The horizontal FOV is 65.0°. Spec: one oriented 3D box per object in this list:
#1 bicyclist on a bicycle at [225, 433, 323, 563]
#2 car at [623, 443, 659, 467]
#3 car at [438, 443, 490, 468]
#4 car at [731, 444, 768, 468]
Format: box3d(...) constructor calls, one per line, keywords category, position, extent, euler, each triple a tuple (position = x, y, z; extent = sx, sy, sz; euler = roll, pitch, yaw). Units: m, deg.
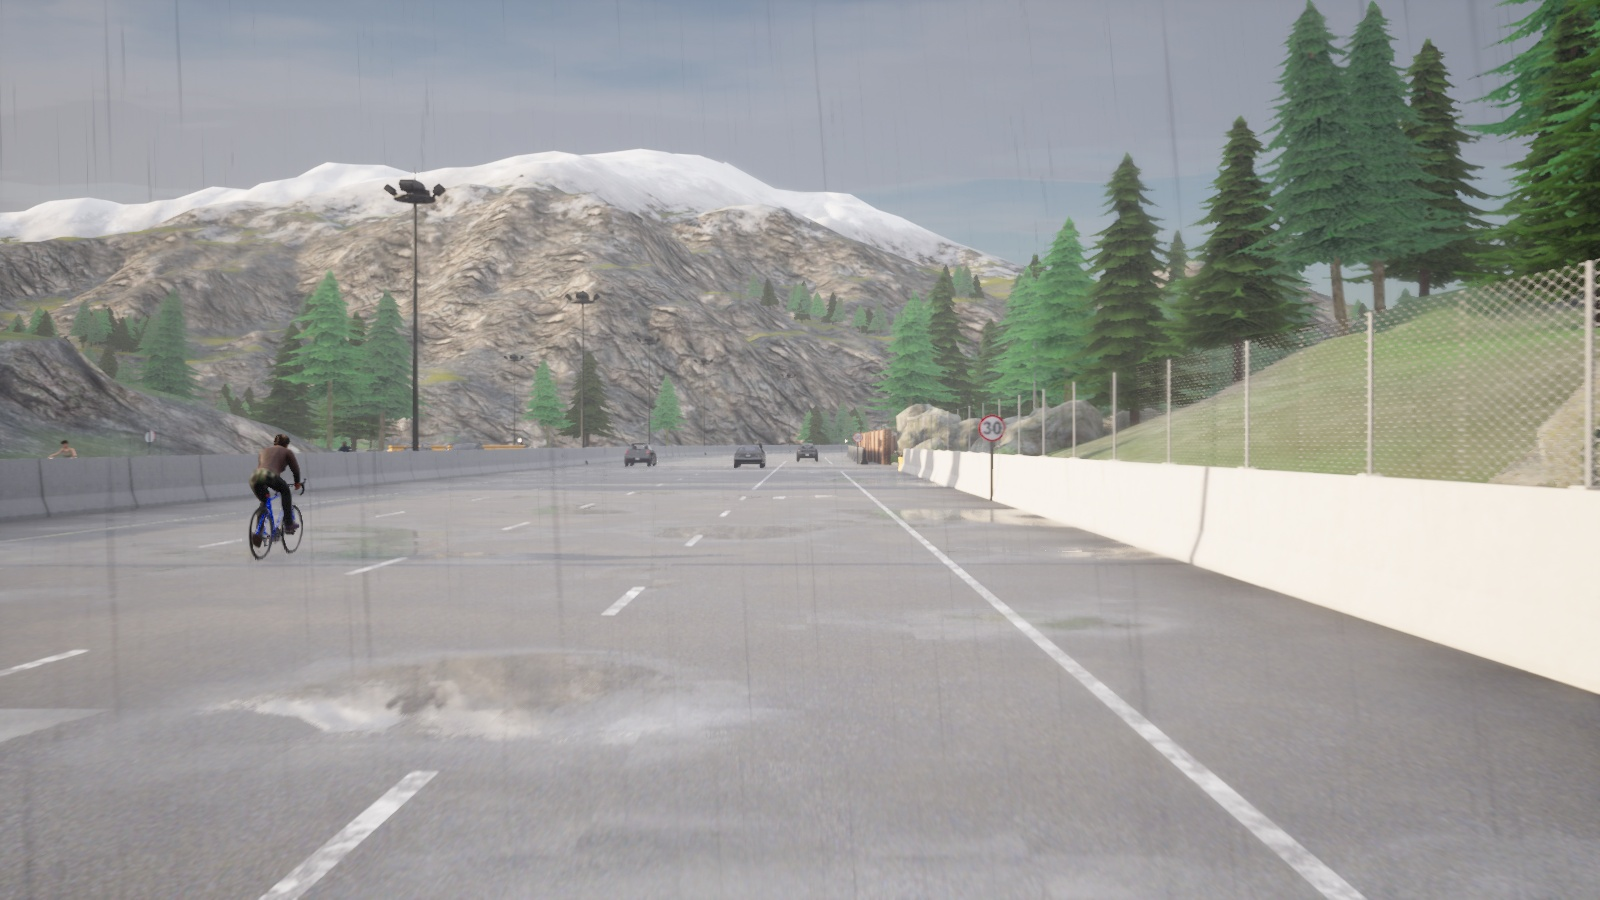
box3d(category="bicyclist on a bicycle", position=(-6.891, 0.601, 16.522), extent=(0.582, 1.620, 1.656), euler=(0, 0, 0))
box3d(category="car", position=(-10.033, 0.308, 79.450), extent=(1.845, 1.501, 3.633), euler=(0, 0, 0))
box3d(category="car", position=(-20.547, 0.304, 77.048), extent=(1.837, 1.490, 4.892), euler=(0, 0, 0))
box3d(category="car", position=(-3.049, 0.362, 76.752), extent=(2.033, 1.411, 5.357), euler=(0, 0, 0))
